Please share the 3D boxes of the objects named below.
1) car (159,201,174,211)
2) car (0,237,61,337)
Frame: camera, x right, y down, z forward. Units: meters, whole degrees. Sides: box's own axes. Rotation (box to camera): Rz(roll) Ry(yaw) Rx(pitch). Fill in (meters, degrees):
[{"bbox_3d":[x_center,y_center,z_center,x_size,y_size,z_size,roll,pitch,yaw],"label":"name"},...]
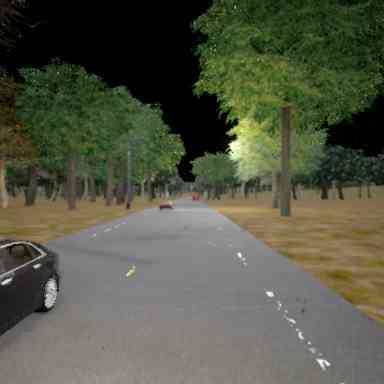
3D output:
[{"bbox_3d":[-3.563,1.904,46.536,1.895,1.301,4.718,0,0,0],"label":"car"},{"bbox_3d":[-3.598,1.532,4.962,1.837,1.490,4.892,0,0,0],"label":"car"}]
